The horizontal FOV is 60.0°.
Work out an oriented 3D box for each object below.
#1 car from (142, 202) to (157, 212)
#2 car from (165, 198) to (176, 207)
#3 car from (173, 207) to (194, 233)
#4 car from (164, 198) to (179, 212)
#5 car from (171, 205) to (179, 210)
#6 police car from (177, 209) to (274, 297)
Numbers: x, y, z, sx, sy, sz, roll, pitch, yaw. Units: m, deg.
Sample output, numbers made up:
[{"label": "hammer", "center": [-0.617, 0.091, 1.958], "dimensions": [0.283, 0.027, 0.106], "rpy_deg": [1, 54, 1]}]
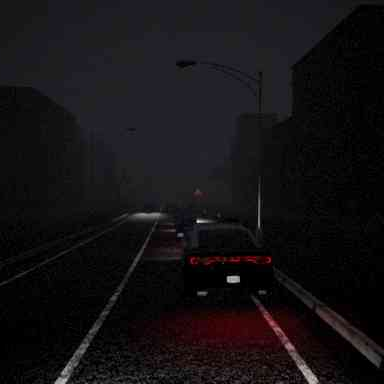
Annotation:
[{"label": "car", "center": [-5.912, 2.094, 46.805], "dimensions": [1.895, 1.301, 4.718], "rpy_deg": [0, 1, -4]}, {"label": "car", "center": [-3.790, 1.797, 59.156], "dimensions": [1.895, 1.301, 4.718], "rpy_deg": [0, 2, -4]}, {"label": "car", "center": [0.006, 1.754, 18.802], "dimensions": [1.812, 1.442, 4.674], "rpy_deg": [0, -1, -4]}, {"label": "car", "center": [-2.792, 1.954, 45.402], "dimensions": [2.128, 1.511, 4.902], "rpy_deg": [0, -1, -4]}, {"label": "car", "center": [-0.424, 1.906, 24.797], "dimensions": [1.812, 1.442, 4.674], "rpy_deg": [0, -1, -4]}, {"label": "police car", "center": [0.651, 1.472, 8.857], "dimensions": [1.930, 1.638, 5.238], "rpy_deg": [0, -1, -3]}]
